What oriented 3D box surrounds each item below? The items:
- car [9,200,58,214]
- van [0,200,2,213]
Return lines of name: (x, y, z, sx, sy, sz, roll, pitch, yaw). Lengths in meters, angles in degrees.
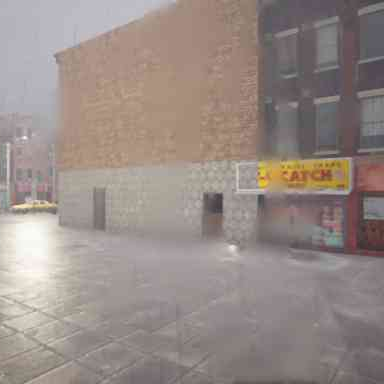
car: (-16.588, 1.498, 35.002, 1.752, 1.417, 4.829, 0, 0, 36)
van: (-19.760, 1.318, 30.580, 1.690, 1.788, 3.998, 0, 0, 36)
